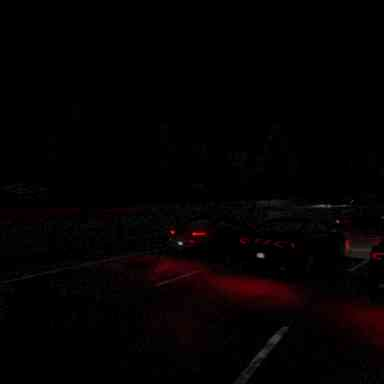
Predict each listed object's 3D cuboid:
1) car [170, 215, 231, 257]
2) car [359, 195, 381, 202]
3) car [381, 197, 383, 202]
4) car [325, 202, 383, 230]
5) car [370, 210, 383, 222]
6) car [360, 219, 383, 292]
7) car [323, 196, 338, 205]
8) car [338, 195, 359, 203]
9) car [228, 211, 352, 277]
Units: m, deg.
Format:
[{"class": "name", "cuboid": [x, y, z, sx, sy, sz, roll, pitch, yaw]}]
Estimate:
[{"class": "car", "cuboid": [1.106, 1.640, 13.461, 1.812, 1.442, 4.674, -1, -1, 41]}, {"class": "car", "cuboid": [29.860, 1.458, 54.361, 4.892, 1.490, 1.837, -1, 0, -36]}, {"class": "car", "cuboid": [32.068, 1.469, 51.635, 5.357, 1.411, 2.033, -1, 0, -36]}, {"class": "car", "cuboid": [11.213, 1.696, 22.724, 4.674, 1.442, 1.812, 0, 0, -37]}, {"class": "car", "cuboid": [12.918, 1.635, 19.632, 4.902, 1.511, 2.128, 0, 0, -37]}, {"class": "car", "cuboid": [5.926, 1.543, 8.371, 1.882, 1.535, 5.008, 0, -1, 40]}, {"class": "car", "cuboid": [25.489, 1.511, 59.816, 4.902, 1.511, 2.128, -1, 0, -36]}, {"class": "car", "cuboid": [27.732, 1.336, 57.132, 4.553, 1.767, 2.097, -1, 0, -36]}, {"class": "car", "cuboid": [3.428, 1.567, 10.812, 1.882, 1.535, 5.008, 0, -1, 40]}]
